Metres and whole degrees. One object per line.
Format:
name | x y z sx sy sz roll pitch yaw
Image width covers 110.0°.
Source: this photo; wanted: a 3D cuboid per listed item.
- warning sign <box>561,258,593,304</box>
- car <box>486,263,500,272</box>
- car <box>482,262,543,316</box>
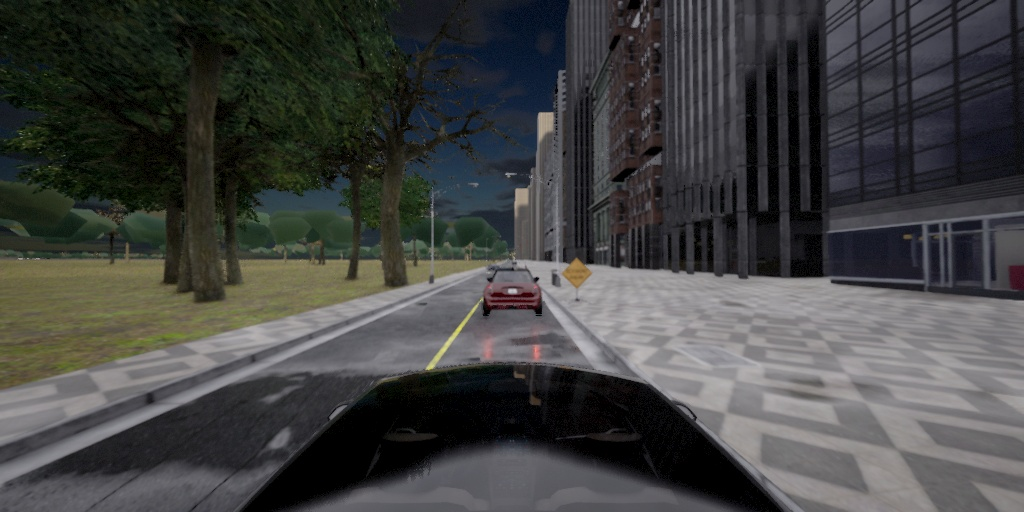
warning sign | 2.711 0.999 14.905 1.300 1.860 1.060 0 0 0
car | -3.086 1.942 59.561 1.994 1.385 4.181 0 -1 0
car | 0.037 1.227 14.215 2.097 1.767 4.553 0 -1 0
